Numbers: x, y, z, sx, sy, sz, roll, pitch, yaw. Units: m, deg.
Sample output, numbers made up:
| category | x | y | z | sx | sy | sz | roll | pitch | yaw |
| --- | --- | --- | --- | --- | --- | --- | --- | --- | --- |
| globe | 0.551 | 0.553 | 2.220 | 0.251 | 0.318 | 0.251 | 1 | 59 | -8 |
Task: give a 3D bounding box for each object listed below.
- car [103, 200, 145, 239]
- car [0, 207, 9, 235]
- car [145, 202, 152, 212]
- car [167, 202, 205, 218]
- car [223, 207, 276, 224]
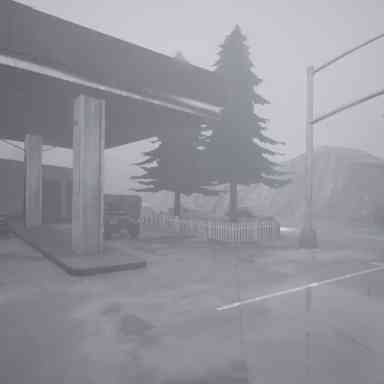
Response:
| category | x | y | z | sx | sy | sz | roll | pitch | yaw |
| --- | --- | --- | --- | --- | --- | --- | --- | --- | --- |
| car | -4.473 | 1.446 | 18.305 | 1.905 | 1.878 | 3.866 | 1 | 0 | -36 |
| car | -11.604 | 1.521 | 18.514 | 2.242 | 1.667 | 4.611 | 1 | 0 | -36 |
| car | -6.536 | 1.652 | 40.227 | 1.812 | 1.442 | 4.674 | 1 | 0 | -35 |
| car | -0.672 | 1.721 | 31.899 | 1.812 | 1.442 | 4.674 | 1 | 0 | -35 |
| car | 4.244 | 1.817 | 24.900 | 1.994 | 1.385 | 4.181 | 1 | 0 | -35 |
